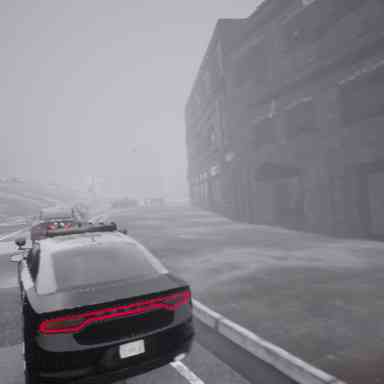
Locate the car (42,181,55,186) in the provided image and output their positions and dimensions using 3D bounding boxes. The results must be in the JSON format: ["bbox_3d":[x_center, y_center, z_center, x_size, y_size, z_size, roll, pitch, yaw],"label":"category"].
[{"bbox_3d":[-32.568,-1.581,72.200,2.185,1.767,4.553,-4,-2,4],"label":"car"}]

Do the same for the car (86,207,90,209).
[{"bbox_3d":[-7.251,1.377,19.710,1.837,1.490,4.892,-3,1,-13],"label":"car"}]

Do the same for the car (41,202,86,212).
[{"bbox_3d":[-5.652,1.397,14.210,1.837,1.490,4.892,-3,1,-19],"label":"car"}]

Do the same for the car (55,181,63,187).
[{"bbox_3d":[-32.281,-1.487,77.804,2.435,2.045,5.566,-4,-2,3],"label":"car"}]

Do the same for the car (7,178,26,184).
[{"bbox_3d":[-33.455,-1.764,61.179,2.002,1.452,4.674,-4,-2,6],"label":"car"}]

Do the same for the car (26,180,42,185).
[{"bbox_3d":[-32.956,-1.646,66.576,2.231,1.521,4.892,-4,-2,5],"label":"car"}]

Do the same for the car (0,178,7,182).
[{"bbox_3d":[-34.084,-1.925,55.698,2.163,1.488,4.792,-4,-2,7],"label":"car"}]

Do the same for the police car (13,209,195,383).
[{"bbox_3d":[-1.842,1.347,5.578,1.930,1.638,5.238,-3,1,-29],"label":"police car"}]

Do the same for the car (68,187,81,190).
[{"bbox_3d":[-32.060,-0.672,88.822,2.002,1.452,4.674,-4,-3,0],"label":"car"}]

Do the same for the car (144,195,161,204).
[{"bbox_3d":[-6.328,1.204,54.149,1.812,1.442,4.674,-4,-1,14],"label":"car"}]

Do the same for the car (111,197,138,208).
[{"bbox_3d":[-8.665,1.365,43.297,1.895,1.301,4.718,-4,0,12],"label":"car"}]
